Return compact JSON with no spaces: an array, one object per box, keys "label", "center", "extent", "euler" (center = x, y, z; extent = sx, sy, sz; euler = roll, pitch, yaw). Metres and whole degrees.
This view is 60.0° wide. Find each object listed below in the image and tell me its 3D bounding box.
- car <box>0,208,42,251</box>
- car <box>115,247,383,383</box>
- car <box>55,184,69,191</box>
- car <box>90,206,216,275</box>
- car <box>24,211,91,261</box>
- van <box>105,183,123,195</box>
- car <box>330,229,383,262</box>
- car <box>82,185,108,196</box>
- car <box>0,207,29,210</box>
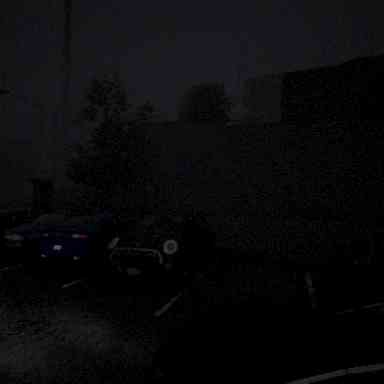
[{"label":"car","center":[-5.428,1.519,13.669],"extent":[2.002,1.452,4.674],"euler":[1,-1,18]},{"label":"car","center":[1.832,1.494,2.113],"extent":[4.902,1.511,2.128],"euler":[0,0,36]},{"label":"car","center":[-28.960,-1.023,74.705],"extent":[4.674,1.452,2.002],"euler":[2,5,37]},{"label":"car","center":[-0.726,1.353,10.115],"extent":[2.185,1.767,4.553],"euler":[1,-1,17]},{"label":"car","center":[-3.096,1.477,11.861],"extent":[2.097,1.535,5.008],"euler":[0,-1,18]},{"label":"van","center":[-15.683,-0.416,62.862],"extent":[4.442,1.987,1.878],"euler":[4,7,39]},{"label":"car","center":[4.016,1.483,6.583],"extent":[2.231,1.521,4.892],"euler":[0,-1,16]},{"label":"car","center":[-18.339,-0.035,61.410],"extent":[5.008,1.535,2.097],"euler":[4,7,39]},{"label":"car","center":[-7.759,1.482,15.490],"extent":[2.231,1.521,4.892],"euler":[0,-1,19]}]
